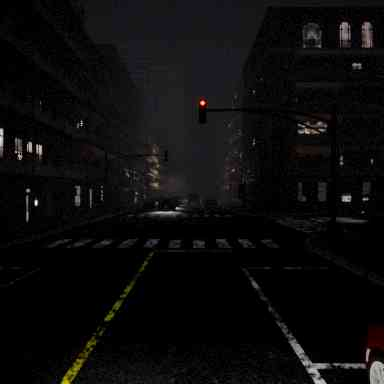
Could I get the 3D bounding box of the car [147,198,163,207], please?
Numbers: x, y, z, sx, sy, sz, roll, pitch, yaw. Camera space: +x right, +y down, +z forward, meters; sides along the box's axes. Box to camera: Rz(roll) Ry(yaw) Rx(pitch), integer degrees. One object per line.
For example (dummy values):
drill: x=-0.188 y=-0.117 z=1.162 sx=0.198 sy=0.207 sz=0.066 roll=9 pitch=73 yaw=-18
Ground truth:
car: x=-5.549 y=1.580 z=50.824 sx=1.947 sy=1.339 sz=4.313 roll=0 pitch=0 yaw=0

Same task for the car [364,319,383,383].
car: x=2.687 y=1.544 z=1.796 sx=1.887 sy=1.381 sz=4.507 roll=0 pitch=0 yaw=0

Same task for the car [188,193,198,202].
car: x=0.234 y=1.264 z=79.435 sx=2.150 sy=2.045 sz=5.566 roll=0 pitch=0 yaw=0

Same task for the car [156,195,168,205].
car: x=-5.518 y=1.462 z=61.881 sx=1.967 sy=1.590 sz=4.097 roll=-1 pitch=0 yaw=0

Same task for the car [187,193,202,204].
car: x=0.291 y=1.247 z=63.095 sx=2.150 sy=2.045 sz=5.566 roll=0 pitch=0 yaw=0

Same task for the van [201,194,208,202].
van: x=2.911 y=1.379 z=78.434 sx=1.690 sy=1.788 sz=3.998 roll=-1 pitch=0 yaw=0

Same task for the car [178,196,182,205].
car: x=-2.944 y=1.577 z=49.997 sx=1.994 sy=1.385 sz=4.181 roll=0 pitch=0 yaw=0

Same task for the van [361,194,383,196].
van: x=15.721 y=1.035 z=27.329 sx=3.998 sy=1.788 sz=1.690 roll=-1 pitch=1 yaw=-1

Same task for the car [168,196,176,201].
car: x=-5.435 y=1.632 z=89.520 sx=1.802 sy=1.307 sz=4.206 roll=-1 pitch=0 yaw=0

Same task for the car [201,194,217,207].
car: x=2.830 y=1.454 z=50.795 sx=1.967 sy=1.590 sz=4.097 roll=-1 pitch=0 yaw=0

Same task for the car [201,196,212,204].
car: x=2.880 y=1.578 z=67.378 sx=2.008 sy=1.369 sz=4.403 roll=-1 pitch=0 yaw=0

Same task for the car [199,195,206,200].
car: x=2.961 y=1.602 z=95.018 sx=1.887 sy=1.381 sz=4.507 roll=-1 pitch=0 yaw=0

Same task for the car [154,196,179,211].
car: x=-2.978 y=1.571 z=40.047 sx=1.994 sy=1.385 sz=4.181 roll=0 pitch=0 yaw=1

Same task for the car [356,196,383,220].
car: x=15.110 y=1.230 z=24.749 sx=4.892 sy=1.490 sz=1.837 roll=-1 pitch=0 yaw=-1

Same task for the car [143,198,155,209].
car: x=-5.565 y=1.561 z=45.297 sx=2.008 sy=1.369 sz=4.403 roll=0 pitch=0 yaw=0

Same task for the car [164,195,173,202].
car: x=-5.468 y=1.563 z=78.294 sx=1.752 sy=1.417 sz=4.829 roll=-1 pitch=0 yaw=0

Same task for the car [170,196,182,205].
car: x=-2.890 y=1.526 z=60.336 sx=1.837 sy=1.490 sz=4.892 roll=0 pitch=0 yaw=1

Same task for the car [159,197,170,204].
car: x=-5.500 y=1.609 z=67.409 sx=1.802 sy=1.307 sz=4.206 roll=-1 pitch=0 yaw=0
